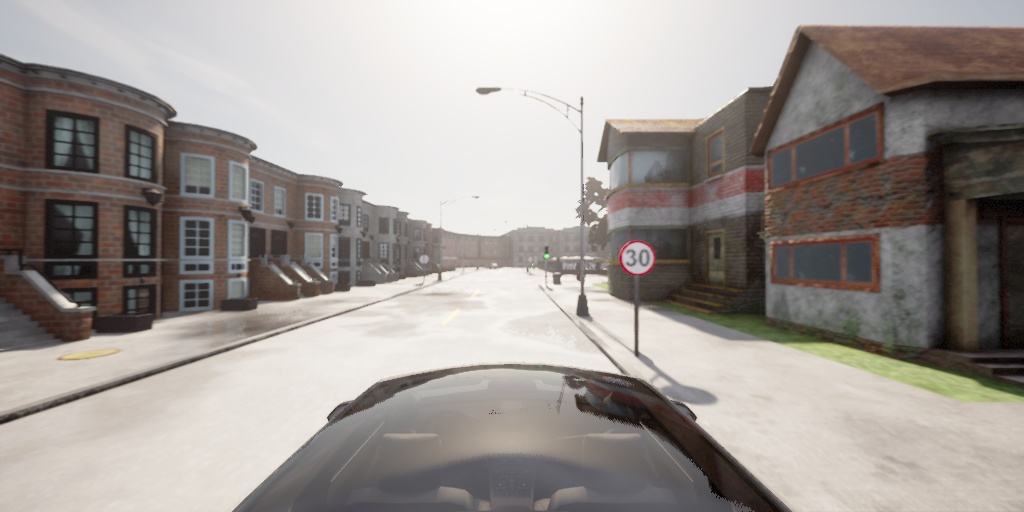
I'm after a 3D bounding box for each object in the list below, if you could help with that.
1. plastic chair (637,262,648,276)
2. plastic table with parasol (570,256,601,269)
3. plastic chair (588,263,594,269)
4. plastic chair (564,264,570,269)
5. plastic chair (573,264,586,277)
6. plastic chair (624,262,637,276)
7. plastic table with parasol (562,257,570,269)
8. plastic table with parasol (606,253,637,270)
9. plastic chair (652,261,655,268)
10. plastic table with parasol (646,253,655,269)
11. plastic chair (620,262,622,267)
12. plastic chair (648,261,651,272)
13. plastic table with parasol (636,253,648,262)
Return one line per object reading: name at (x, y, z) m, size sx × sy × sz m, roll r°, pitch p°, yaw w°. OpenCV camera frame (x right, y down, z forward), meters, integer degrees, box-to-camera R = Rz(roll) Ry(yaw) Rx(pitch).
plastic chair at (19.156, 1.859, 53.036) m, size 0.750 × 1.272 × 0.730 m, roll 0°, pitch 0°, yaw -35°
plastic table with parasol at (10.073, 1.246, 49.000) m, size 2.482 × 2.480 × 2.482 m, roll 0°, pitch 0°, yaw -40°
plastic chair at (10.975, 1.840, 48.027) m, size 0.750 × 1.272 × 0.730 m, roll 0°, pitch 0°, yaw -35°
plastic chair at (8.602, 1.853, 52.745) m, size 0.730 × 1.272 × 0.750 m, roll 0°, pitch 0°, yaw -40°
plastic chair at (9.042, 1.842, 48.255) m, size 0.730 × 1.272 × 0.750 m, roll 0°, pitch 0°, yaw -40°
plastic chair at (16.205, 1.820, 49.028) m, size 0.750 × 1.272 × 0.730 m, roll 0°, pitch 0°, yaw -35°
plastic table with parasol at (9.632, 1.260, 53.490) m, size 2.482 × 2.480 × 2.482 m, roll 0°, pitch 0°, yaw -40°
plastic table with parasol at (15.303, 1.227, 50.001) m, size 2.482 × 2.480 × 2.482 m, roll 0°, pitch 0°, yaw -40°
plastic chair at (22.906, 1.878, 56.265) m, size 0.750 × 1.272 × 0.730 m, roll 0°, pitch 0°, yaw -34°
plastic table with parasol at (22.062, 1.221, 57.257) m, size 2.482 × 2.480 × 2.482 m, roll 0°, pitch 0°, yaw -39°
plastic chair at (14.272, 1.835, 49.256) m, size 0.730 × 1.272 × 0.750 m, roll 0°, pitch 0°, yaw -40°
plastic chair at (21.053, 1.887, 56.508) m, size 0.730 × 1.272 × 0.750 m, roll 0°, pitch 0°, yaw -41°
plastic table with parasol at (18.268, 1.238, 53.988) m, size 2.482 × 2.480 × 2.482 m, roll 0°, pitch 0°, yaw -42°
